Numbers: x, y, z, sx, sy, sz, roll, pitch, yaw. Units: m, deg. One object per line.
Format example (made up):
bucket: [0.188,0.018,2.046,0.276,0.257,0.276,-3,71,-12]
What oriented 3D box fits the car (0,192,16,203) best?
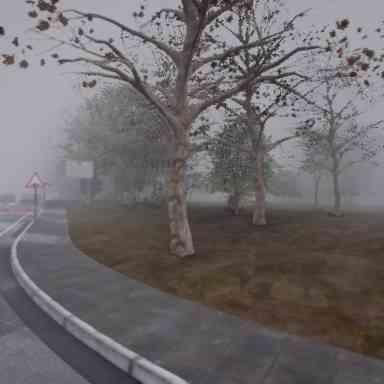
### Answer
car: [-27.645,0.835,49.768,1.837,1.490,4.892,0,0,-21]

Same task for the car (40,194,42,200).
car: [-26.804,0.733,56.630,1.882,1.535,5.008,0,1,-21]

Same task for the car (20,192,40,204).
car: [-23.054,0.948,46.909,2.033,1.411,5.357,0,1,-21]
